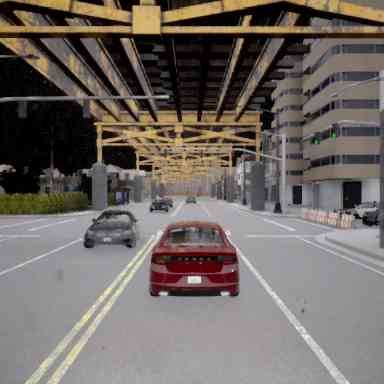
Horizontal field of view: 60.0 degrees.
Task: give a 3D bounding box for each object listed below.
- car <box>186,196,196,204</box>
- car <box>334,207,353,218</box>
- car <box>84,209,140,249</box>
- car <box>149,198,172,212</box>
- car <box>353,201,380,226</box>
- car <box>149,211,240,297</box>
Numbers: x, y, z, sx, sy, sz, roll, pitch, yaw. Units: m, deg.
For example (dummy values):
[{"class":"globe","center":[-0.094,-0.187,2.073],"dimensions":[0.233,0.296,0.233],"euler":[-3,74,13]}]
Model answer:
[{"class":"car","center":[-0.153,1.547,63.319],"dimensions":[2.033,1.411,5.357],"euler":[0,0,0]},{"class":"car","center":[13.574,1.295,25.481],"dimensions":[4.536,1.218,1.853],"euler":[0,0,25]},{"class":"car","center":[-3.327,1.526,14.771],"dimensions":[1.812,1.442,4.674],"euler":[1,0,-4]},{"class":"car","center":[-3.684,1.564,38.282],"dimensions":[1.994,1.385,4.181],"euler":[0,0,0]},{"class":"car","center":[13.211,1.453,21.343],"dimensions":[4.974,1.542,2.038],"euler":[0,0,-20]},{"class":"car","center":[0.053,1.478,8.643],"dimensions":[1.882,1.535,5.008],"euler":[0,0,0]}]
